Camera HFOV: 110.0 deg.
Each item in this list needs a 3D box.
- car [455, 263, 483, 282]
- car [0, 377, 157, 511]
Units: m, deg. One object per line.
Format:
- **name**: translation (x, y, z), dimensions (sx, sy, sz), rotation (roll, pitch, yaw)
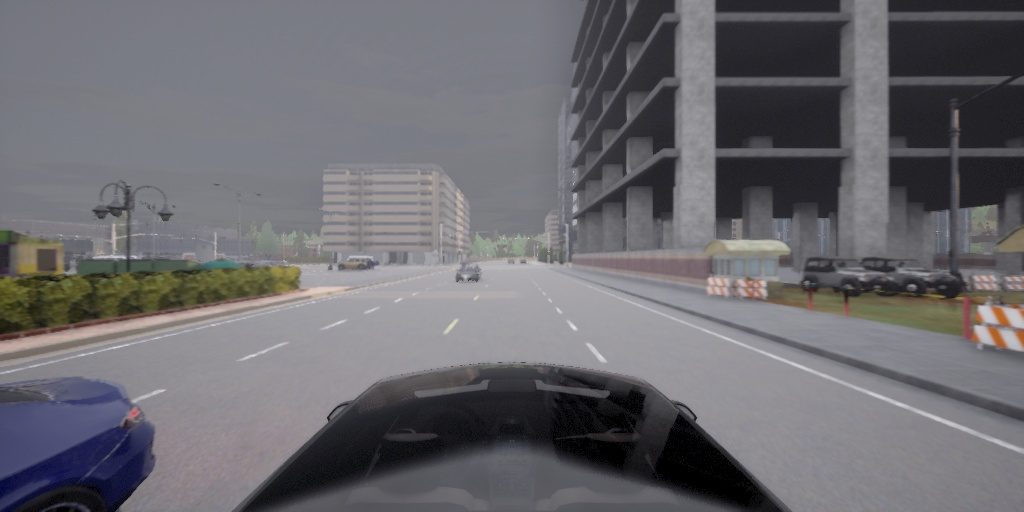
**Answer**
- **car**: translation (-3.501, 1.382, 29.580), dimensions (2.128, 1.511, 4.902), rotation (0, 1, 0)
- **car**: translation (-3.476, 1.330, 0.664), dimensions (1.812, 1.442, 4.674), rotation (0, 1, 0)
